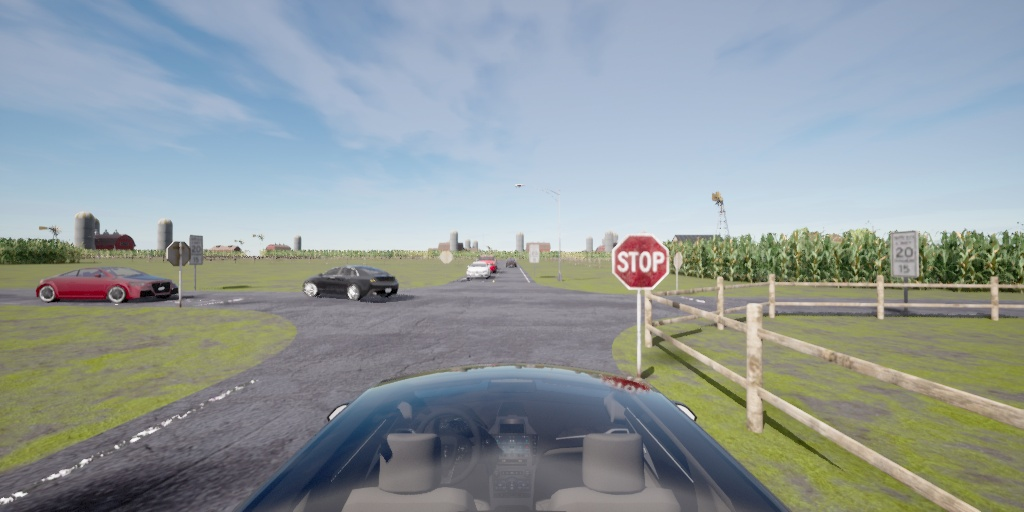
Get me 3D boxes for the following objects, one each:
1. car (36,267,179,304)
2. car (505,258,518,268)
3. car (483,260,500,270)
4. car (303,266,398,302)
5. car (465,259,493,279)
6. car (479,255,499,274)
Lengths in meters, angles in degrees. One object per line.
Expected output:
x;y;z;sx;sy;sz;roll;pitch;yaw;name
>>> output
-16.270;1.127;14.575;4.181;1.385;1.994;1;-1;-1;car
-0.133;1.209;60.696;1.837;1.490;4.892;0;0;0;car
-2.941;1.263;52.483;2.033;1.411;5.357;0;0;0;car
-7.460;1.193;16.484;4.892;1.490;1.837;1;-2;27;car
-2.911;1.263;31.894;1.812;1.442;4.674;0;0;0;car
-2.933;0.950;41.836;2.150;2.045;5.566;0;0;0;car
